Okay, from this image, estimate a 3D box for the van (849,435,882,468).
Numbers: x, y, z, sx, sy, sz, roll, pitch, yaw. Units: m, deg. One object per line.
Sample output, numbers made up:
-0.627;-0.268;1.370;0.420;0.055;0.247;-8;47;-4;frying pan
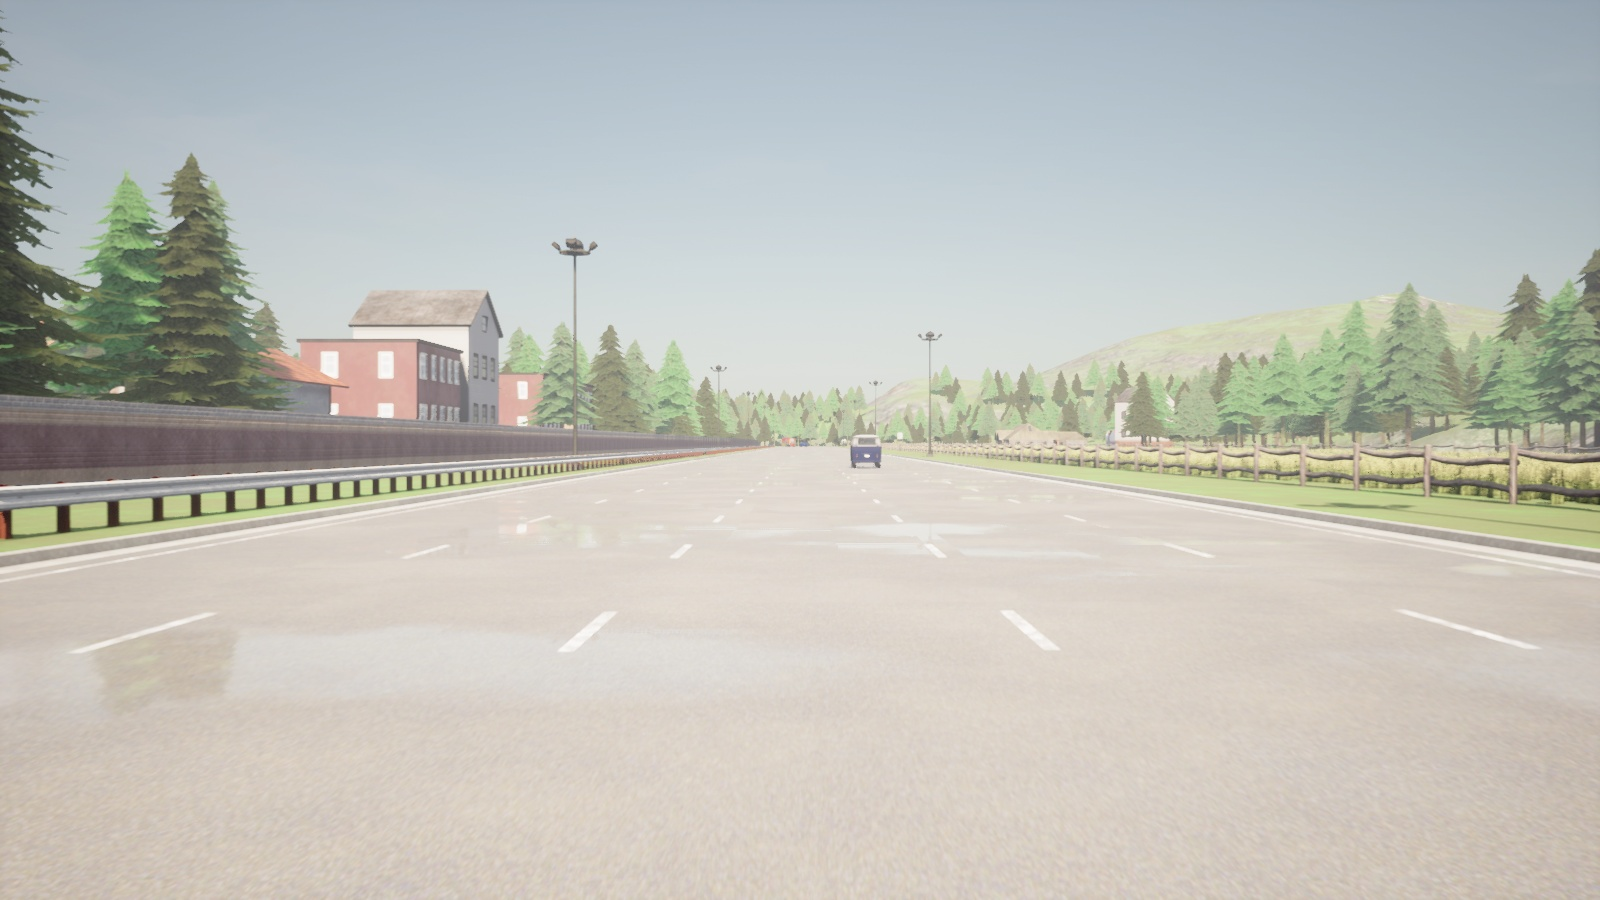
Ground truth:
3.956;0.072;76.339;1.775;1.987;4.442;0;0;0;van
